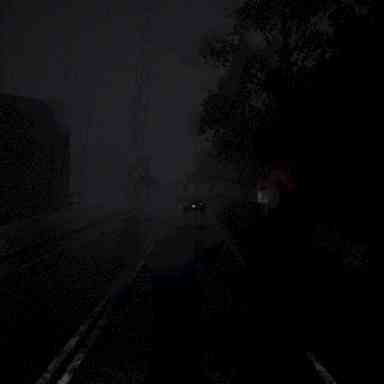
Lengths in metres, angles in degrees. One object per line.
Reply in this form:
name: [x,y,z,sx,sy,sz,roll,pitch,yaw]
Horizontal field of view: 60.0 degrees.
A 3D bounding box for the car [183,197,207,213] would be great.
car: [0.321,1.191,31.392,1.994,1.385,4.181,0,1,5]
